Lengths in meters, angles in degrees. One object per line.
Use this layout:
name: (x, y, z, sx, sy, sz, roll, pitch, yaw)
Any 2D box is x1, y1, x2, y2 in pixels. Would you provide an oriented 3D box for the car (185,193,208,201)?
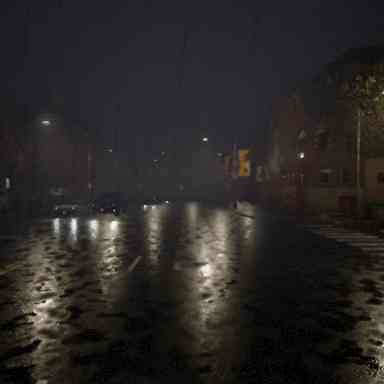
car: (1.154, 1.154, 66.173, 1.895, 1.301, 4.718, 0, 0, 33)

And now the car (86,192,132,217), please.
car: (-7.081, 1.025, 28.998, 2.150, 2.045, 5.566, 0, 0, 0)

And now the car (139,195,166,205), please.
car: (-5.736, 1.232, 49.178, 1.994, 1.385, 4.181, 0, 0, 13)

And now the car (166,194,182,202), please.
car: (-4.238, 1.132, 63.761, 1.994, 1.385, 4.181, 0, 0, 27)

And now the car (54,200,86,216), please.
car: (-10.565, 1.399, 29.763, 1.895, 1.301, 4.718, 0, 0, 0)

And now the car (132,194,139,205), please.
car: (-9.576, 1.203, 47.789, 1.812, 1.442, 4.674, 0, 0, 10)
